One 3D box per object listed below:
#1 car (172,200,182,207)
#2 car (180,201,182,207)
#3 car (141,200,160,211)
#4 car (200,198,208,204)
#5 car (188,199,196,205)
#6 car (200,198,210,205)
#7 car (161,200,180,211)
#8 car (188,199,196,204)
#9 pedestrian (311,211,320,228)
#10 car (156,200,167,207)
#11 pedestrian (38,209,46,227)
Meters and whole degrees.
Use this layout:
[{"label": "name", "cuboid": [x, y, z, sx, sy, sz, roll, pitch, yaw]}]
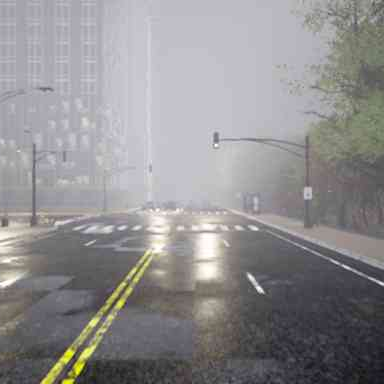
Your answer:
[{"label": "car", "cuboid": [-3.248, 2.410, 71.172, 1.994, 1.385, 4.181, 0, -1, 0]}, {"label": "car", "cuboid": [-3.306, 2.339, 61.266, 1.895, 1.301, 4.718, 0, -1, 0]}, {"label": "car", "cuboid": [-6.585, 2.149, 51.630, 1.812, 1.442, 4.674, 0, -1, 1]}, {"label": "car", "cuboid": [3.254, 2.431, 90.938, 2.097, 1.767, 4.553, 0, -1, 0]}, {"label": "car", "cuboid": [0.004, 2.525, 80.935, 1.994, 1.385, 4.181, 0, -1, 0]}, {"label": "car", "cuboid": [3.254, 2.327, 80.908, 2.097, 1.767, 4.553, 0, -1, 0]}, {"label": "car", "cuboid": [-3.338, 2.104, 51.925, 1.882, 1.535, 5.008, 0, -1, 0]}, {"label": "car", "cuboid": [0.004, 2.616, 90.966, 2.033, 1.411, 5.357, 0, -1, 0]}, {"label": "pedestrian", "cuboid": [8.034, 1.785, 21.804, 0.500, 1.100, 0.500, 0, 0, 0]}, {"label": "car", "cuboid": [-6.497, 2.450, 70.967, 1.895, 1.301, 4.718, 0, -1, 0]}, {"label": "pedestrian", "cuboid": [-10.089, 1.695, 22.406, 0.375, 1.300, 0.375, 0, 0, 0]}]
